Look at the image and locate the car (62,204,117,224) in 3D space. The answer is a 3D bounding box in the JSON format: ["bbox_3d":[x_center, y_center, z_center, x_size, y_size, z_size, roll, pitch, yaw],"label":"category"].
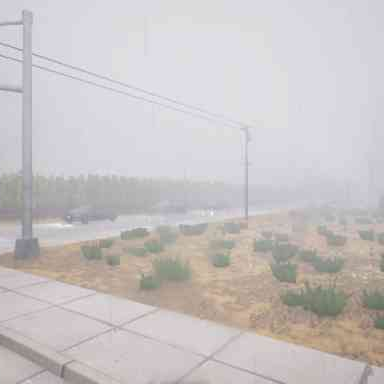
[{"bbox_3d":[-7.688,1.599,25.285,1.994,1.385,4.181,0,0,33],"label":"car"}]

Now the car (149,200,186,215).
[{"bbox_3d":[-2.345,1.560,33.621,1.812,1.442,4.674,0,0,32],"label":"car"}]

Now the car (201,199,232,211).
[{"bbox_3d":[3.266,1.582,42.413,2.033,1.411,5.357,0,0,33],"label":"car"}]
